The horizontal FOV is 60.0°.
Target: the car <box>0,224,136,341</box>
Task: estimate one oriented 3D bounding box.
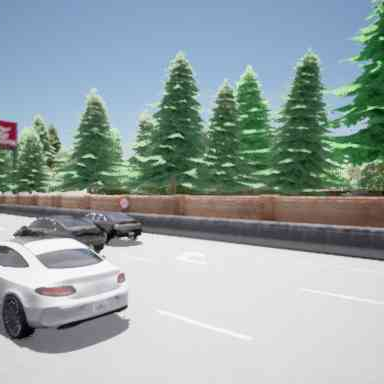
[{"bbox_3d":[-3.203,1.620,6.700,4.674,1.442,1.812,0,-1,40],"label":"car"}]

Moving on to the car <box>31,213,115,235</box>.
[{"bbox_3d":[-5.386,1.694,13.226,4.892,1.490,1.837,0,-1,42],"label":"car"}]

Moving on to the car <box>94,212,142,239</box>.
[{"bbox_3d":[-4.627,1.764,17.267,4.902,1.511,2.128,0,-1,43],"label":"car"}]
